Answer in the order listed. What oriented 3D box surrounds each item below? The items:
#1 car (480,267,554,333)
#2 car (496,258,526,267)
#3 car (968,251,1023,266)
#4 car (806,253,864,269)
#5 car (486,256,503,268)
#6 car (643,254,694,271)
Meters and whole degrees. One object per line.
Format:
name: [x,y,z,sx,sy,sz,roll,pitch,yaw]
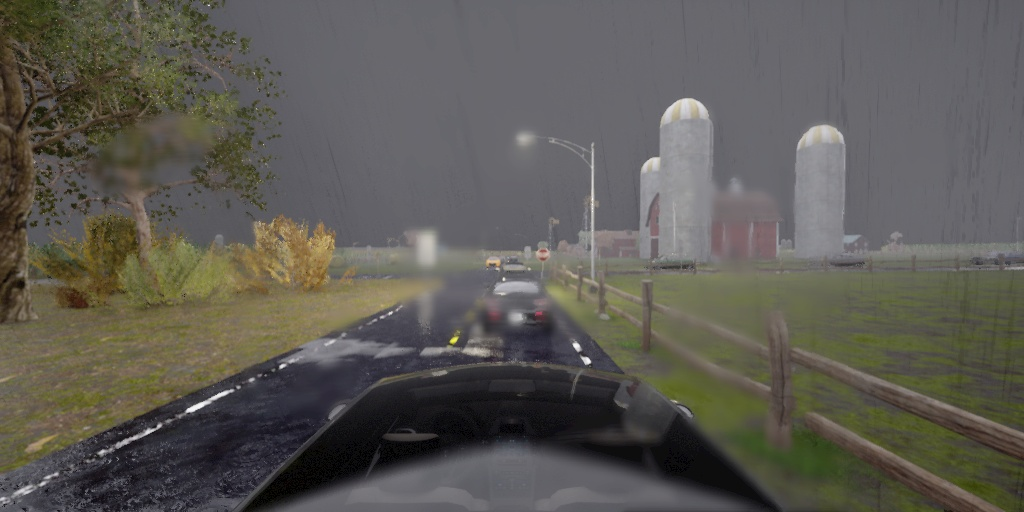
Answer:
car: [0.142,1.211,10.378,1.812,1.442,4.674,0,0,0]
car: [0.091,1.113,21.527,1.837,1.490,4.892,0,1,-2]
car: [49.292,0.222,35.828,5.357,1.411,2.033,-1,1,0]
car: [32.265,0.491,35.891,4.902,1.511,2.128,-1,1,0]
car: [-2.611,0.892,50.498,1.882,1.535,5.008,0,1,0]
car: [15.543,0.593,35.862,4.553,1.767,2.097,-1,1,0]
